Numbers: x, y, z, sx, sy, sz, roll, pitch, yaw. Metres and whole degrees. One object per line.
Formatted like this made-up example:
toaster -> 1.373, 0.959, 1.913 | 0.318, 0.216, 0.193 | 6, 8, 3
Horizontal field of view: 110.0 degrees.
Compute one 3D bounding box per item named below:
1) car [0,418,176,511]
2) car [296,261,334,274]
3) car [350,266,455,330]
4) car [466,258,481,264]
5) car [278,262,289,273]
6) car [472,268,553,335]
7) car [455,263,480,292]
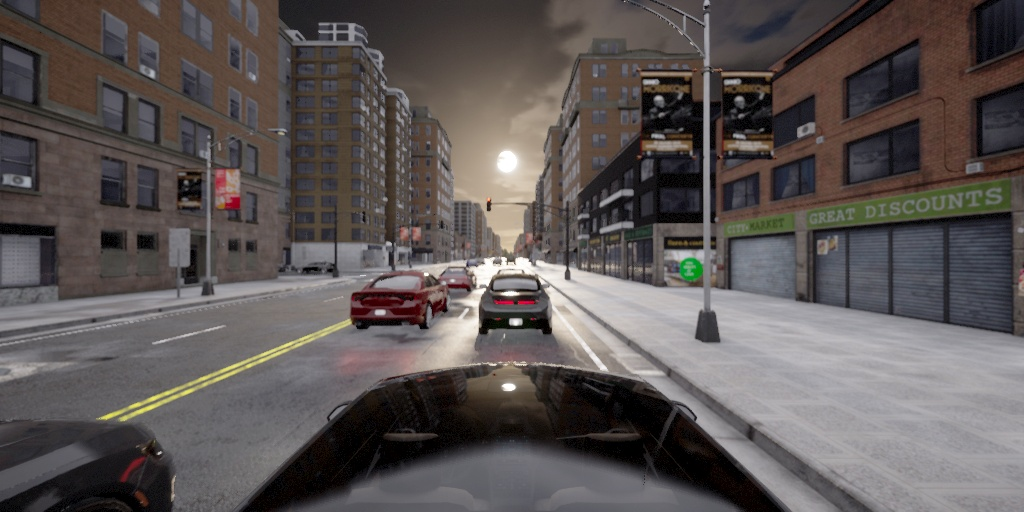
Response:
car -> -3.145, 1.254, 0.342 | 1.837, 1.490, 4.892 | 0, -1, 0
car -> -22.248, 1.289, 40.892 | 4.313, 1.339, 1.948 | 0, 0, 0
car -> -3.174, 1.215, 11.090 | 1.882, 1.535, 5.008 | 0, 0, 0
car -> -6.717, 1.214, 60.297 | 1.812, 1.442, 4.674 | 0, 0, 0
car -> -27.911, 1.274, 40.903 | 4.403, 1.370, 2.007 | 0, 0, 0
car -> 0.079, 1.242, 10.511 | 1.837, 1.490, 4.892 | 0, 0, 0
car -> -3.196, 1.288, 21.160 | 1.994, 1.385, 4.181 | 0, 0, -1
